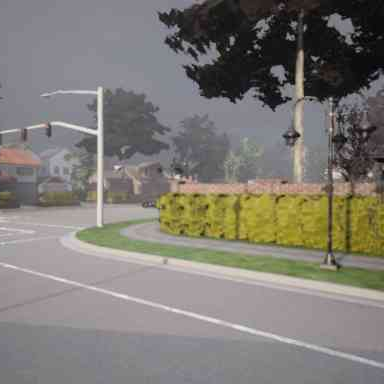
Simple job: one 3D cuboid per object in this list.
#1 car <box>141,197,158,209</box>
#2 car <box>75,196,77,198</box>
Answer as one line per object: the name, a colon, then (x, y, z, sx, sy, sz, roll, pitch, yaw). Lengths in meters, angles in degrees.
car: (-4.262, 1.323, 40.298, 1.994, 1.385, 4.181, 1, 0, 34)
car: (-18.638, 0.781, 49.022, 3.806, 1.475, 1.970, 1, 0, 35)
